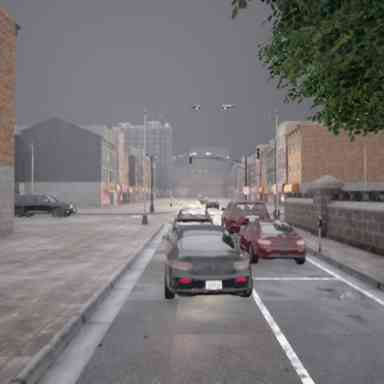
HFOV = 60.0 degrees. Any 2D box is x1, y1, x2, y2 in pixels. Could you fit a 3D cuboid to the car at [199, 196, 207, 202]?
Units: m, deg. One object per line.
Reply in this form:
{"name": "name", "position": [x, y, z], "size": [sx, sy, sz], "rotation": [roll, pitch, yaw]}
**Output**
{"name": "car", "position": [2.572, 1.725, 81.438], "size": [1.802, 1.307, 4.206], "rotation": [0, 0, 0]}

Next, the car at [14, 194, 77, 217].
{"name": "car", "position": [-12.841, 1.197, 28.500], "size": [5.566, 2.045, 2.150], "rotation": [0, -1, 0]}

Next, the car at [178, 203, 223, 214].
{"name": "car", "position": [0.063, 1.493, 15.834], "size": [2.128, 1.511, 4.902], "rotation": [0, 0, 0]}

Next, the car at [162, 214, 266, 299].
{"name": "car", "position": [0.236, 1.524, 8.341], "size": [1.812, 1.442, 4.674], "rotation": [0, 0, -4]}

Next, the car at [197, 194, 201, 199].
{"name": "car", "position": [2.589, 1.403, 65.126], "size": [2.192, 1.841, 5.009], "rotation": [1, 0, 0]}

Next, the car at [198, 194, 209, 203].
{"name": "car", "position": [2.592, 1.618, 59.688], "size": [1.887, 1.381, 4.507], "rotation": [1, 0, 0]}

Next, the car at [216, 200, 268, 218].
{"name": "car", "position": [2.633, 1.317, 16.946], "size": [2.192, 1.841, 5.009], "rotation": [1, 0, 0]}

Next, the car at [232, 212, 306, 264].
{"name": "car", "position": [2.635, 1.581, 11.497], "size": [1.802, 1.307, 4.206], "rotation": [1, 0, 0]}

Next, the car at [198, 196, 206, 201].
{"name": "car", "position": [2.567, 1.714, 86.875], "size": [2.008, 1.369, 4.403], "rotation": [0, 0, 0]}

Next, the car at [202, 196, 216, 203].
{"name": "car", "position": [2.606, 1.580, 43.376], "size": [1.887, 1.381, 4.507], "rotation": [1, 0, 0]}
